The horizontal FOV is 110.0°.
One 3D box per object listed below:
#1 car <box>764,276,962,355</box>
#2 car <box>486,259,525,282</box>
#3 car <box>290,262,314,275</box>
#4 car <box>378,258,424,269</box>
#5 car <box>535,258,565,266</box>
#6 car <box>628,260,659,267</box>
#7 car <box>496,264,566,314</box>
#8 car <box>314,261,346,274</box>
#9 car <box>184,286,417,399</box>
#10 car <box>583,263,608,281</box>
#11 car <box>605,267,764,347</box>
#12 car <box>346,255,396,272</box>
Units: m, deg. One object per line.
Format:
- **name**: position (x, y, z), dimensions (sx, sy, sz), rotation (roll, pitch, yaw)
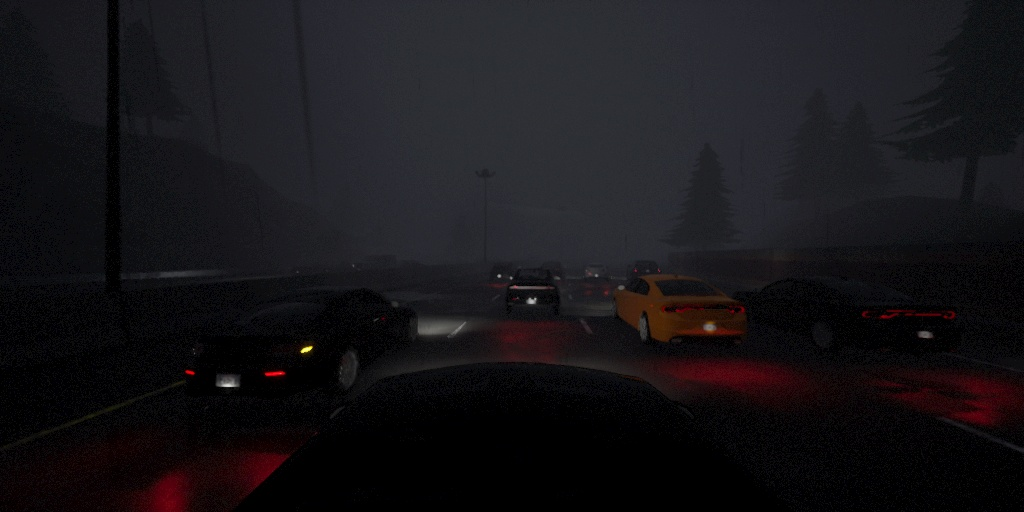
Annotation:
- **car**: position (7.448, 1.232, 8.805), dimensions (1.882, 1.535, 5.008), rotation (0, 0, 3)
- **car**: position (-0.453, 1.207, 28.492), dimensions (1.837, 1.490, 4.892), rotation (0, 0, 11)
- **car**: position (-20.293, 1.244, 36.934), dimensions (1.895, 1.301, 4.718), rotation (0, 0, 13)
- **car**: position (-10.147, 1.163, 34.192), dimensions (2.128, 1.511, 4.902), rotation (0, 0, 14)
- **car**: position (3.386, 1.187, 29.737), dimensions (1.882, 1.535, 5.008), rotation (0, 0, 12)
- **car**: position (10.073, 1.080, 27.529), dimensions (2.097, 1.767, 4.553), rotation (0, 0, 12)
- **car**: position (0.842, 1.223, 13.702), dimensions (2.128, 1.511, 4.902), rotation (0, 0, 5)
- **car**: position (-16.978, 1.217, 35.670), dimensions (1.994, 1.385, 4.181), rotation (0, 0, 13)
- **car**: position (-3.180, 1.260, 6.449), dimensions (1.812, 1.442, 4.674), rotation (0, 0, 3)
- **car**: position (6.799, 1.244, 28.994), dimensions (1.812, 1.442, 4.674), rotation (0, 0, 12)
- **car**: position (3.979, 1.223, 9.399), dimensions (1.882, 1.535, 5.008), rotation (0, 0, 4)
- **car**: position (-13.438, 0.882, 35.563), dimensions (2.150, 2.045, 5.566), rotation (0, 0, 13)
